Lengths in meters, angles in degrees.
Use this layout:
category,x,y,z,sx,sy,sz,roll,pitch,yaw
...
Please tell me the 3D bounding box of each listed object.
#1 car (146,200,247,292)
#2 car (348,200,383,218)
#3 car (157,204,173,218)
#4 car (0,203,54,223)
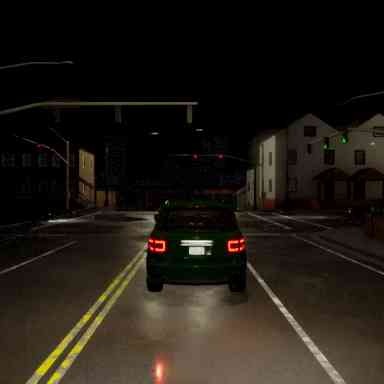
category,x,y,z,sx,sy,sz,roll,pitch,yaw
car,0.090,1.221,9.070,2.150,2.045,5.566,0,0,0
car,16.562,1.491,29.798,4.902,1.511,2.128,0,0,-1
car,-3.594,2.597,45.340,1.812,1.442,4.674,0,-9,0
car,-12.903,1.575,25.573,4.181,1.385,1.994,-2,0,1
